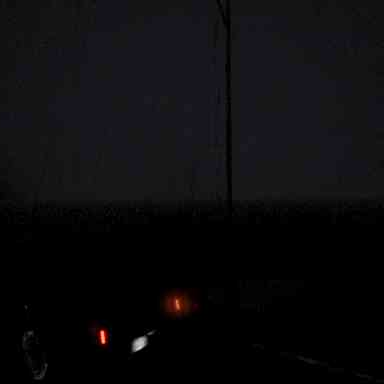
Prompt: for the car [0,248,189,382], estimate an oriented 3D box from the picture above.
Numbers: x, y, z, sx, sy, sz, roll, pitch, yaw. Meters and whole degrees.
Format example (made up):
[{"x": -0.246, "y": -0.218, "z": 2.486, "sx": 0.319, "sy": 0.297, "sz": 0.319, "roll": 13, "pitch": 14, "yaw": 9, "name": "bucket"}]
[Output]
[{"x": -2.448, "y": 1.624, "z": 5.479, "sx": 4.718, "sy": 1.301, "sz": 1.895, "roll": 0, "pitch": 0, "yaw": 36, "name": "car"}]
